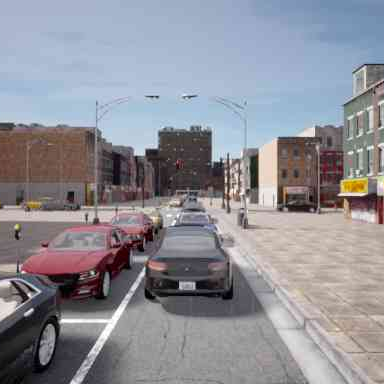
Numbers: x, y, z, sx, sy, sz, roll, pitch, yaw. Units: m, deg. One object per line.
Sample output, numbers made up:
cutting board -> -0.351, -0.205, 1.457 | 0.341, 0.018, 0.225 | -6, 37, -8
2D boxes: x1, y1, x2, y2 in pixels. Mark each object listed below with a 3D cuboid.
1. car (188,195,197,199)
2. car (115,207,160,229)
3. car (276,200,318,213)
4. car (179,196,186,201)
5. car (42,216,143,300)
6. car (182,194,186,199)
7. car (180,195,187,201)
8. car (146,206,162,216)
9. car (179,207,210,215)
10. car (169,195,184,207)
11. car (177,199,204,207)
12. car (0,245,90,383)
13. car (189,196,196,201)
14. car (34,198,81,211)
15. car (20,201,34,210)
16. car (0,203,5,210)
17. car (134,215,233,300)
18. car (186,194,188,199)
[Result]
car -> 0.142, 1.531, 79.826 | 2.097, 1.767, 4.553 | 0, 0, 0
car -> -2.609, 1.553, 13.931 | 1.887, 1.381, 4.507 | 0, 0, 0
car -> 12.521, 1.685, 39.575 | 5.008, 1.535, 1.882 | 1, 0, 0
car -> -2.476, 1.757, 89.490 | 1.887, 1.381, 4.507 | 0, 0, 0
car -> -2.619, 1.548, 8.436 | 1.887, 1.381, 4.507 | 0, 0, 0
car -> -2.533, 1.411, 56.826 | 2.192, 1.841, 5.009 | 0, 0, 0
car -> -2.466, 1.672, 94.935 | 1.967, 1.590, 4.097 | 0, 0, 0
car -> -2.600, 1.540, 19.255 | 1.752, 1.417, 4.829 | 0, 0, 0
car -> 0.122, 1.611, 15.666 | 1.895, 1.301, 4.718 | 0, 0, 0
car -> -2.544, 1.606, 51.212 | 1.752, 1.417, 4.829 | 0, 0, 0
car -> 0.157, 1.530, 25.967 | 1.837, 1.490, 4.892 | 0, 0, 2
car -> -2.628, 1.552, 2.942 | 2.008, 1.369, 4.403 | 0, 0, 0
car -> 0.164, 1.817, 92.089 | 1.895, 1.301, 4.718 | 0, 0, 0
car -> -14.473, 1.505, 36.536 | 4.181, 1.385, 1.994 | 0, 0, 0
car -> -17.677, 1.416, 39.474 | 5.008, 1.535, 1.882 | 0, 0, 0
car -> -23.224, 1.383, 36.508 | 4.892, 1.490, 1.837 | 0, 0, 0
car -> -0.041, 1.529, 8.302 | 1.812, 1.442, 4.674 | 0, 0, 1
car -> -2.496, 1.695, 78.431 | 1.752, 1.417, 4.829 | 0, 0, 0
